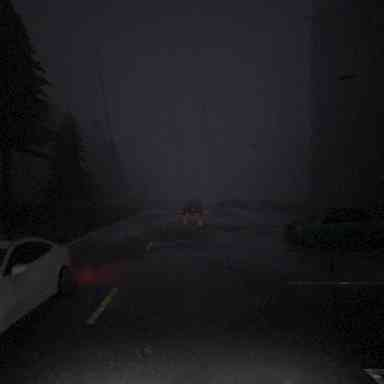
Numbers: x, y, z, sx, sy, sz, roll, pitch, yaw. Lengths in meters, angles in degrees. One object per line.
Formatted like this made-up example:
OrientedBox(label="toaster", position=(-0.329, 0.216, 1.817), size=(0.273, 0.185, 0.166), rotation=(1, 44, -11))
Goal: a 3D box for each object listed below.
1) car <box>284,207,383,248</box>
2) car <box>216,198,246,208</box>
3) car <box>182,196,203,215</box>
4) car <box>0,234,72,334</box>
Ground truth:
OrientedBox(label="car", position=(6.029, 1.483, 14.226), size=(3.988, 1.617, 1.851), rotation=(0, 0, -1))
OrientedBox(label="car", position=(5.511, 1.550, 47.234), size=(4.181, 1.381, 1.994), rotation=(0, 0, -1))
OrientedBox(label="car", position=(0.066, 1.478, 33.545), size=(1.882, 1.535, 5.008), rotation=(0, 0, 0))
OrientedBox(label="car", position=(-3.593, 1.526, 5.764), size=(1.812, 1.442, 4.674), rotation=(0, 0, 0))
